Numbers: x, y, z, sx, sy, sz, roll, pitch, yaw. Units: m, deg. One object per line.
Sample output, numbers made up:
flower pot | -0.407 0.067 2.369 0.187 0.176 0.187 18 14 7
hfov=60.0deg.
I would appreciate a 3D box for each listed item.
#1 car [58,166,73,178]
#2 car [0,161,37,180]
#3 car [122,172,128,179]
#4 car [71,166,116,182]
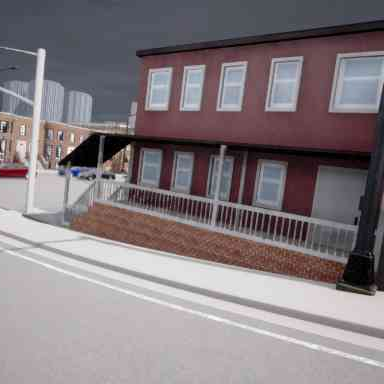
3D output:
car | -14.333 -2.578 41.834 1.882 1.535 5.008 10 6 36
car | -17.389 -2.065 31.673 1.882 1.535 5.008 10 6 35
car | -8.352 -2.555 50.098 2.128 1.511 4.902 10 6 36
car | -11.409 -2.046 39.971 2.128 1.511 4.902 10 6 35
